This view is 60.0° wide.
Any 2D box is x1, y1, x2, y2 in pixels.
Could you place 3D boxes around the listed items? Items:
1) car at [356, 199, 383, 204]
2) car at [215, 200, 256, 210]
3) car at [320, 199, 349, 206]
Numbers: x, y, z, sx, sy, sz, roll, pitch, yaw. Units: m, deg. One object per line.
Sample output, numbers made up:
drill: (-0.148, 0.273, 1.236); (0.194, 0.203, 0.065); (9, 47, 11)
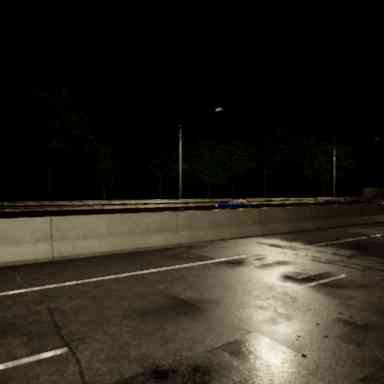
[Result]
car: (22.331, 1.546, 41.377); (5.357, 1.411, 2.033); (0, 0, -35)
car: (4.897, 1.597, 37.570); (4.718, 1.301, 1.895); (0, 0, -35)
car: (18.364, 1.563, 42.854); (4.181, 1.385, 1.994); (0, 0, -35)
